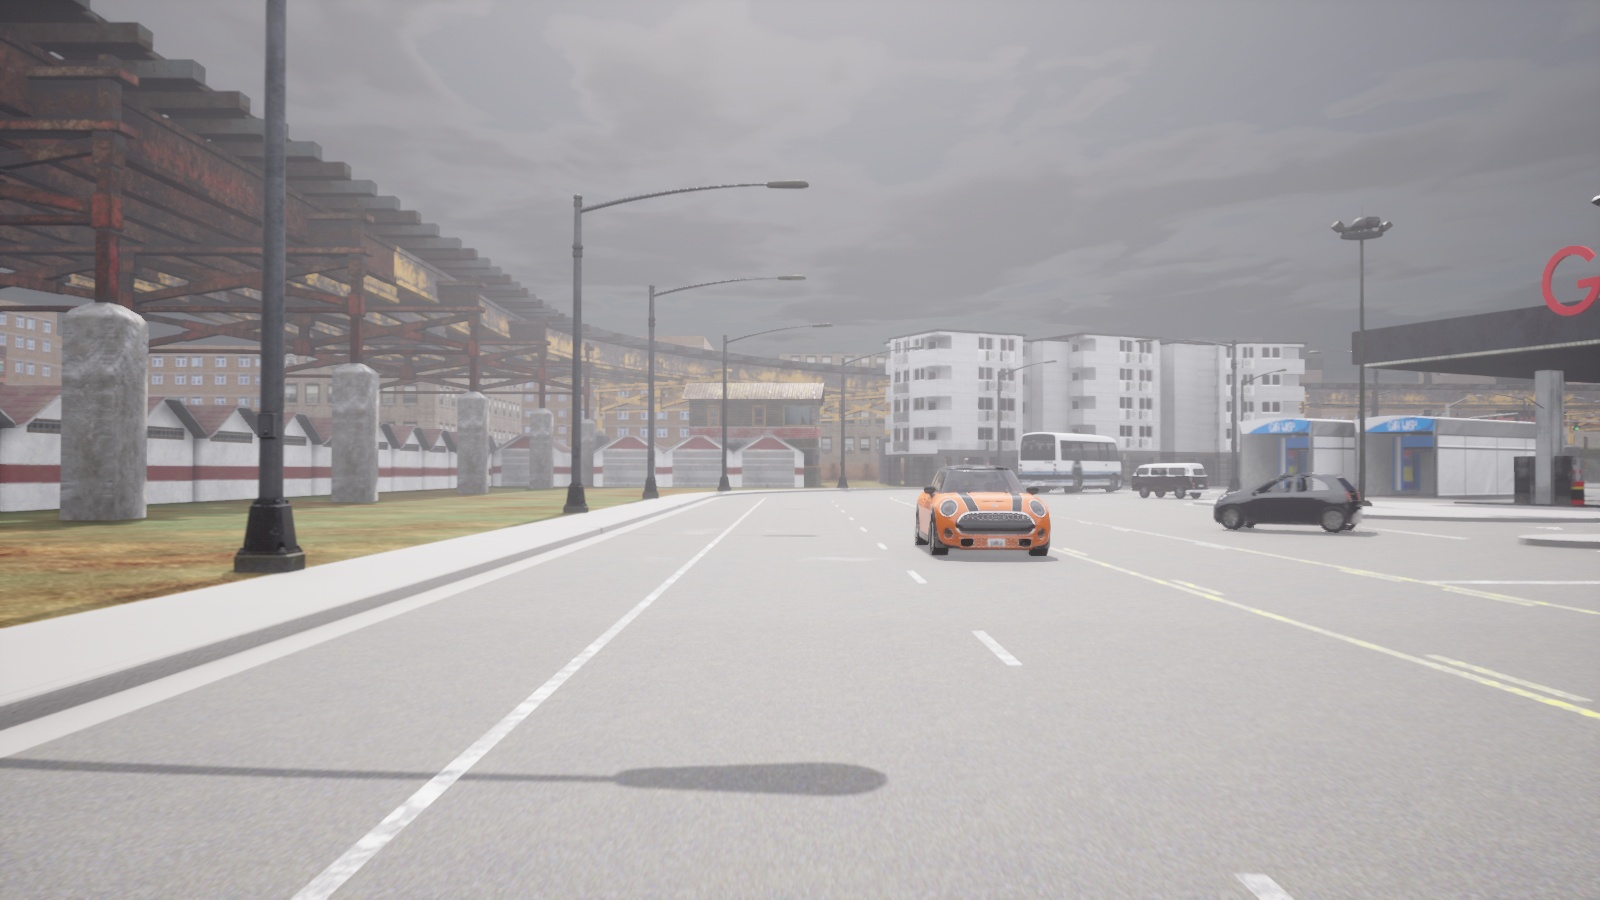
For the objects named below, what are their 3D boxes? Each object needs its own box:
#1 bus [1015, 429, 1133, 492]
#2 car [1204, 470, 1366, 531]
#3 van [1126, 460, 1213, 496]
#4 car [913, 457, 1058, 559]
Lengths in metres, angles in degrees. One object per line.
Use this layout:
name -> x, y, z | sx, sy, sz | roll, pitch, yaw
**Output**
bus -> 20.020, 0.805, 91.183 | 3.944, 4.253, 10.273 | -1, -1, 40
car -> 12.772, 1.303, 33.117 | 3.633, 1.501, 1.845 | -1, -1, 34
van -> 21.477, 1.611, 73.048 | 2.069, 2.038, 4.480 | 0, -1, -37
car -> 3.446, 1.044, 24.216 | 2.097, 1.767, 4.553 | 0, -1, 0
